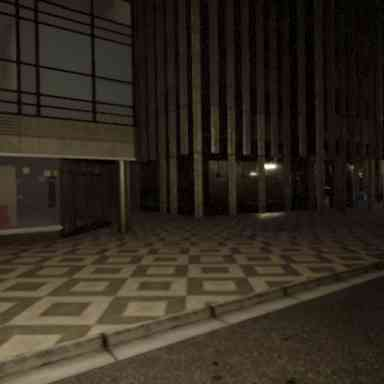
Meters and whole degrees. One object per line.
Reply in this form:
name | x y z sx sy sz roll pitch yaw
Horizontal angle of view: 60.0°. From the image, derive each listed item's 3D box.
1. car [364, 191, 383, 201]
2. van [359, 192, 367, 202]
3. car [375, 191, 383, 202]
car | 36.402 0.688 64.244 2.192 1.841 5.009 -1 1 -36
van | 29.465 0.903 59.281 1.690 1.788 3.998 -1 1 -36
car | 32.689 0.899 54.792 2.192 1.841 5.009 -1 1 -36
